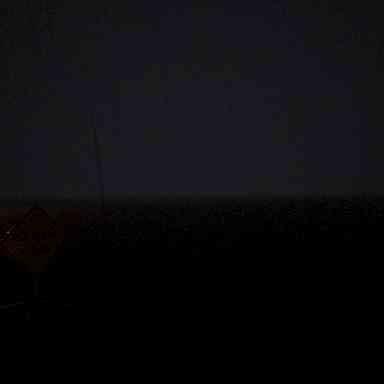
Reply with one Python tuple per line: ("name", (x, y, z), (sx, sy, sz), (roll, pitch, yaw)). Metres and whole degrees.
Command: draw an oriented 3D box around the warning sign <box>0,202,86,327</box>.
("warning sign", (-2.770, 1.125, 5.892), (1.060, 1.860, 1.300), (0, 0, 35))
